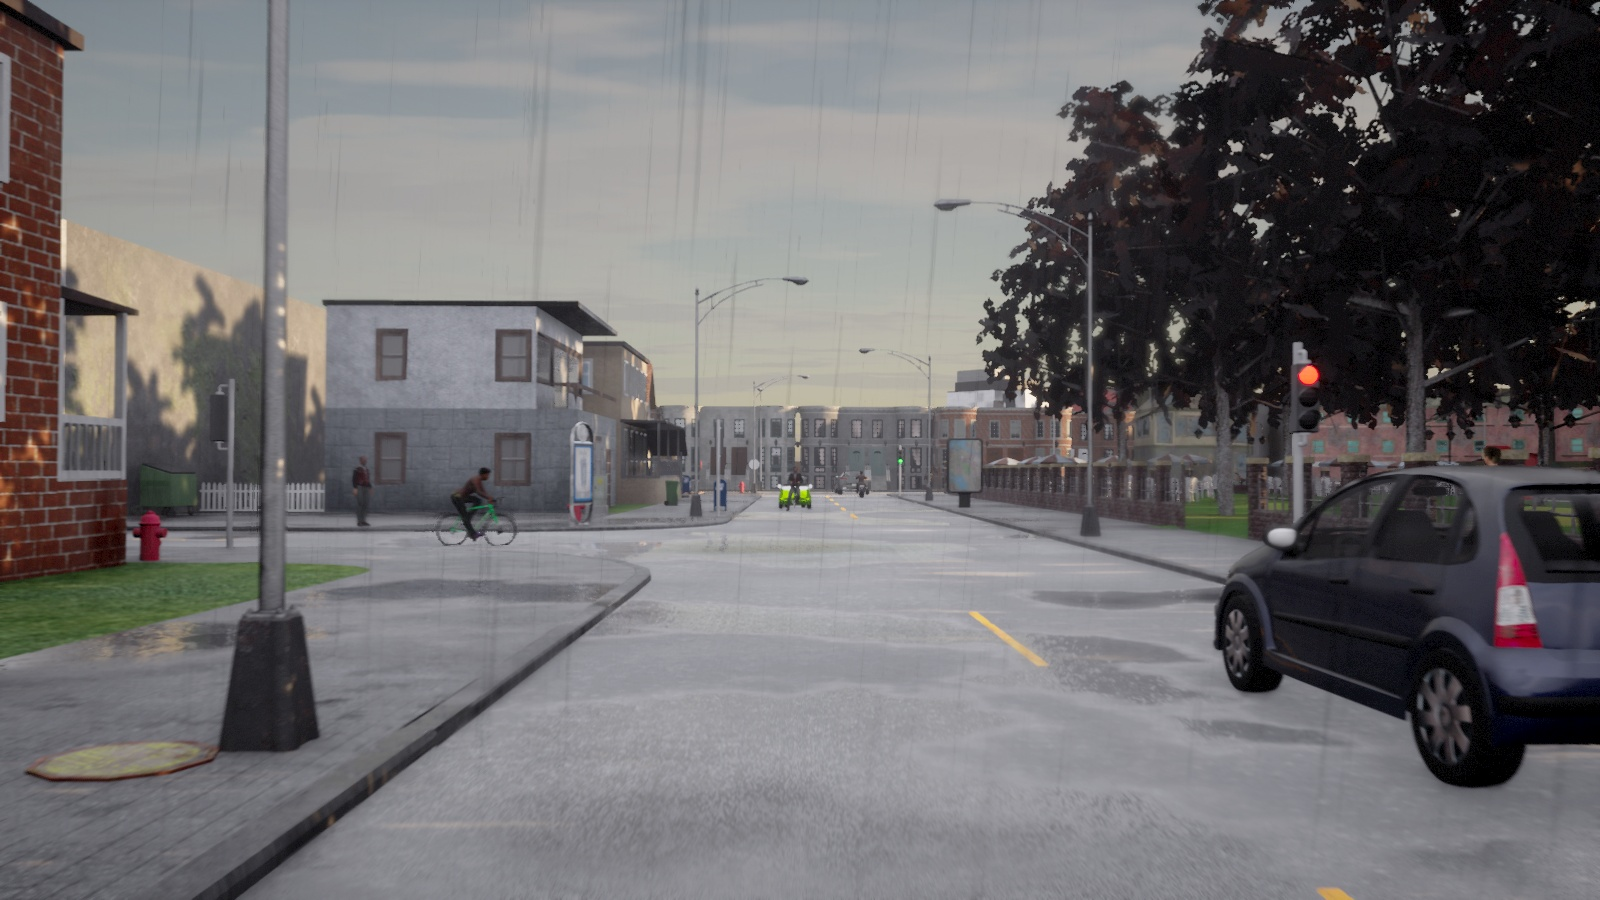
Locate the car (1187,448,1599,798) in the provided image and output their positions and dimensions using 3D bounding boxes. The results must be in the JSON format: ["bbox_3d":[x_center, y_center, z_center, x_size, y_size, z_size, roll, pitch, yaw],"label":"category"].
[{"bbox_3d":[4.031,0.831,7.851,1.851,1.617,3.988,0,-1,-2],"label":"car"}]

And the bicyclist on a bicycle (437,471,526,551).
[{"bbox_3d":[-6.507,1.233,25.677,1.656,1.620,0.582,0,-1,0],"label":"bicyclist on a bicycle"}]

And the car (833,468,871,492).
[{"bbox_3d":[3.593,2.077,87.634,2.152,1.651,5.027,0,-1,-3],"label":"car"}]

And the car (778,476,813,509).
[{"bbox_3d":[-0.191,1.787,53.646,1.481,1.376,2.207,0,-1,0],"label":"car"}]

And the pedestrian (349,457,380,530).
[{"bbox_3d":[-11.264,1.125,32.477,0.720,1.854,0.376,-1,-1,32],"label":"pedestrian"}]

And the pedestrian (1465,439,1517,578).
[{"bbox_3d":[9.298,0.777,16.916,0.345,1.836,0.594,0,-1,0],"label":"pedestrian"}]
